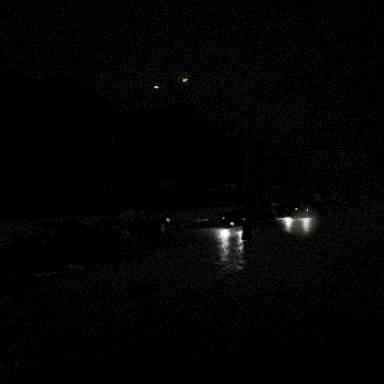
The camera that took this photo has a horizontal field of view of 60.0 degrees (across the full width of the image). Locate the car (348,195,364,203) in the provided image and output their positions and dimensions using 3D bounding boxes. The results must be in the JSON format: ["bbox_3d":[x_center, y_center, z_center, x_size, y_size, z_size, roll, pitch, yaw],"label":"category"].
[{"bbox_3d":[33.043,1.507,67.759,1.947,1.339,4.313,0,0,35],"label":"car"}]

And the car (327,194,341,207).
[{"bbox_3d":[19.981,1.249,49.171,2.192,1.841,5.009,0,0,35],"label":"car"}]

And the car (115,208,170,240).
[{"bbox_3d":[-2.875,1.516,16.642,2.008,1.369,4.403,0,0,35],"label":"car"}]

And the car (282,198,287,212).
[{"bbox_3d":[6.920,1.522,30.582,1.802,1.307,4.206,0,0,35],"label":"car"}]

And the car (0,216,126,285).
[{"bbox_3d":[-4.374,1.580,9.767,1.895,1.301,4.718,0,0,32],"label":"car"}]

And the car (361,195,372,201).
[{"bbox_3d":[42.839,1.517,81.701,1.887,1.381,4.507,0,0,35],"label":"car"}]

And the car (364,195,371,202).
[{"bbox_3d":[39.476,1.485,76.915,1.752,1.417,4.829,0,0,35],"label":"car"}]

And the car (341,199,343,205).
[{"bbox_3d":[23.248,1.498,53.818,1.947,1.339,4.313,0,0,35],"label":"car"}]

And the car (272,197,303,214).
[{"bbox_3d":[10.185,1.377,35.230,1.967,1.590,4.097,0,0,35],"label":"car"}]

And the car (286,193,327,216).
[{"bbox_3d":[10.866,1.158,31.767,2.150,2.045,5.566,0,0,35],"label":"car"}]

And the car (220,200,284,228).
[{"bbox_3d":[3.907,1.496,21.883,2.033,1.411,5.357,0,0,35],"label":"car"}]
